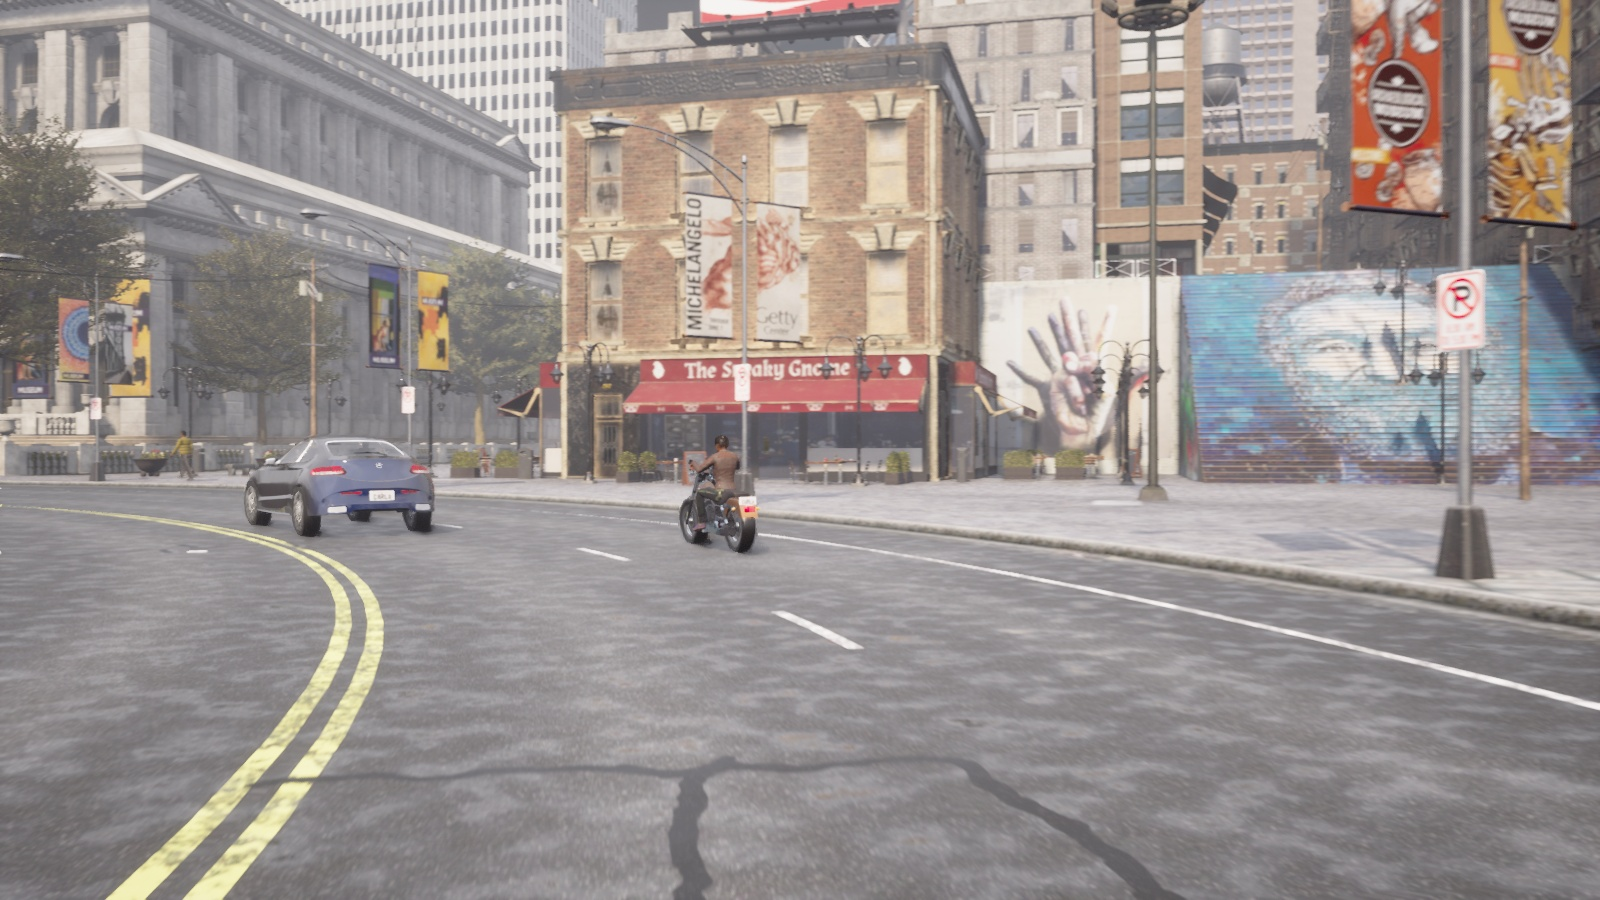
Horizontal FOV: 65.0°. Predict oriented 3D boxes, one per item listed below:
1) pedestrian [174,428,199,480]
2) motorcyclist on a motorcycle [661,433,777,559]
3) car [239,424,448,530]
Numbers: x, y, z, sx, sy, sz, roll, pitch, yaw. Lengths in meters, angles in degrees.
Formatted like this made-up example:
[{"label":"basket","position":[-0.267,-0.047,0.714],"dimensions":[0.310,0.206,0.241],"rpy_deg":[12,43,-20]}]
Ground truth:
[{"label":"pedestrian","position":[-21.987,0.154,44.974],"dimensions":[0.709,1.840,0.431],"rpy_deg":[0,0,21]},{"label":"motorcyclist on a motorcycle","position":[-1.179,0.597,17.717],"dimensions":[0.766,1.649,2.350],"rpy_deg":[0,0,-27]},{"label":"car","position":[-8.157,0.402,22.105],"dimensions":[2.152,1.651,5.027],"rpy_deg":[0,0,-36]}]
